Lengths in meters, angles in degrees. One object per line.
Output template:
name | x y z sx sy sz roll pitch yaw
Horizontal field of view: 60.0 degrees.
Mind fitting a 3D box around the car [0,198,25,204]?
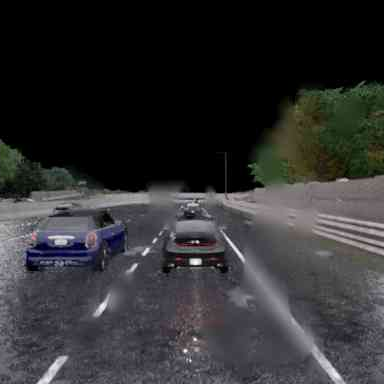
car | -24.536 1.645 45.110 2.097 1.767 4.553 0 0 0

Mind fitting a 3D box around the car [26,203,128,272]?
car | -3.506 1.380 11.028 2.097 1.767 4.553 0 0 0

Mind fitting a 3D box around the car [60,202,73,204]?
car | -6.911 1.594 21.649 2.128 1.511 4.902 0 0 0

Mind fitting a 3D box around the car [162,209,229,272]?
car | 0.094 1.533 10.873 1.837 1.490 4.892 0 0 0

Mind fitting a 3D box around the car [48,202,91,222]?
car | -10.415 1.666 28.705 1.837 1.490 4.892 0 0 0

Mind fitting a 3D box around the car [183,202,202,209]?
car | 0.083 1.734 34.389 1.812 1.442 4.674 0 0 0
